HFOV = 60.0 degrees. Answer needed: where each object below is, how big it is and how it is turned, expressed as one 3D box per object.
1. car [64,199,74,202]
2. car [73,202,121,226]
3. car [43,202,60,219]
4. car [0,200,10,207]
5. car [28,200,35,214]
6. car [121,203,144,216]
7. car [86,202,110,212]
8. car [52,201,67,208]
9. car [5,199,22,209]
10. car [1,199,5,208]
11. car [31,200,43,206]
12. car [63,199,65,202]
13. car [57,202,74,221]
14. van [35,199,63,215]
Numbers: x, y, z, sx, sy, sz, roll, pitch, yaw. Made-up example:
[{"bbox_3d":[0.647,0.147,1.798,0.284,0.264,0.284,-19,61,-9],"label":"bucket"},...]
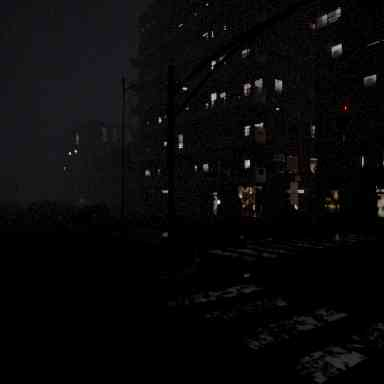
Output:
[{"bbox_3d":[-23.382,2.160,62.086,2.192,1.841,5.009,-1,0,-35],"label":"car"},{"bbox_3d":[-7.563,1.777,26.308,1.967,1.590,4.097,-1,0,-35],"label":"car"},{"bbox_3d":[-13.973,2.036,35.306,2.008,1.369,4.403,-1,0,-35],"label":"car"},{"bbox_3d":[-42.730,2.666,75.663,1.752,1.417,4.829,-1,0,-35],"label":"car"},{"bbox_3d":[-20.387,2.073,44.306,1.967,1.590,4.097,-1,0,-35],"label":"car"},{"bbox_3d":[-7.457,2.006,39.741,1.752,1.417,4.829,-1,0,-35],"label":"car"},{"bbox_3d":[-13.765,2.192,48.596,1.947,1.339,4.313,-1,0,-35],"label":"car"},{"bbox_3d":[-26.582,2.462,66.582,1.887,1.381,4.507,-1,0,-35],"label":"car"},{"bbox_3d":[-33.212,2.365,62.304,1.967,1.590,4.097,-1,0,-35],"label":"car"},{"bbox_3d":[-36.416,2.542,66.803,1.887,1.381,4.507,-1,0,-35],"label":"car"},{"bbox_3d":[-39.398,2.774,84.568,1.947,1.339,4.313,-1,0,-35],"label":"car"},{"bbox_3d":[-20.661,2.147,49.130,1.812,1.442,4.674,0,-1,-35],"label":"car"},{"bbox_3d":[-10.668,1.934,30.669,1.752,1.417,4.829,-1,0,-35],"label":"car"},{"bbox_3d":[-17.183,1.900,39.807,1.690,1.788,3.998,-1,0,-35],"label":"van"}]
